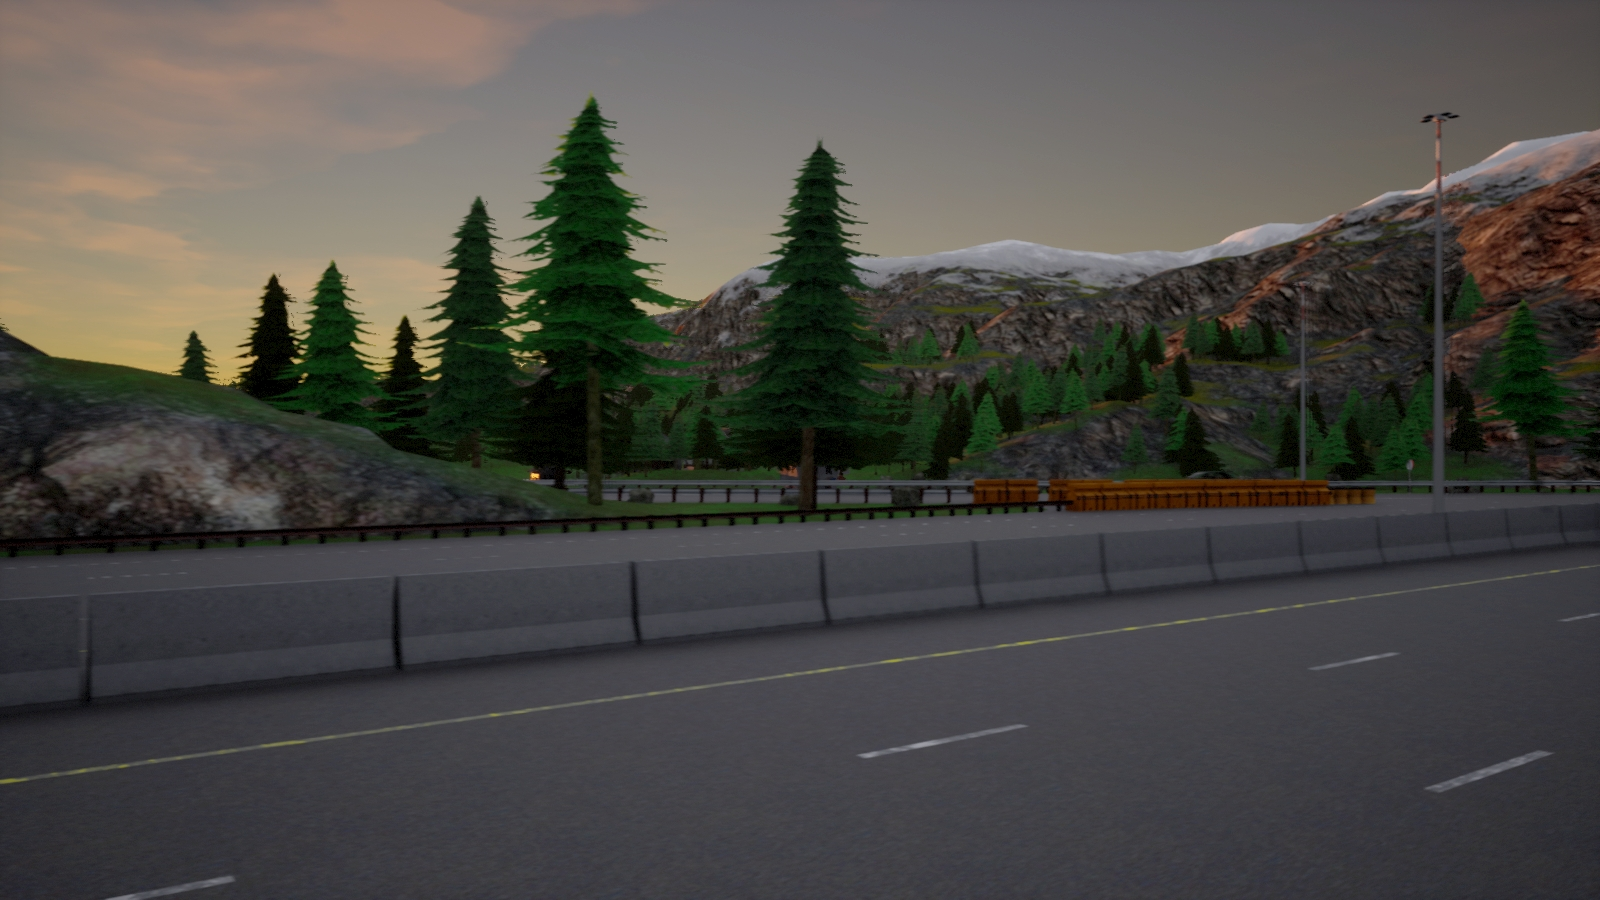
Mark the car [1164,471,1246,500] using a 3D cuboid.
[{"bbox_3d":[23.062,2.020,65.121,3.988,1.617,1.851,0,0,-1],"label":"car"}]
